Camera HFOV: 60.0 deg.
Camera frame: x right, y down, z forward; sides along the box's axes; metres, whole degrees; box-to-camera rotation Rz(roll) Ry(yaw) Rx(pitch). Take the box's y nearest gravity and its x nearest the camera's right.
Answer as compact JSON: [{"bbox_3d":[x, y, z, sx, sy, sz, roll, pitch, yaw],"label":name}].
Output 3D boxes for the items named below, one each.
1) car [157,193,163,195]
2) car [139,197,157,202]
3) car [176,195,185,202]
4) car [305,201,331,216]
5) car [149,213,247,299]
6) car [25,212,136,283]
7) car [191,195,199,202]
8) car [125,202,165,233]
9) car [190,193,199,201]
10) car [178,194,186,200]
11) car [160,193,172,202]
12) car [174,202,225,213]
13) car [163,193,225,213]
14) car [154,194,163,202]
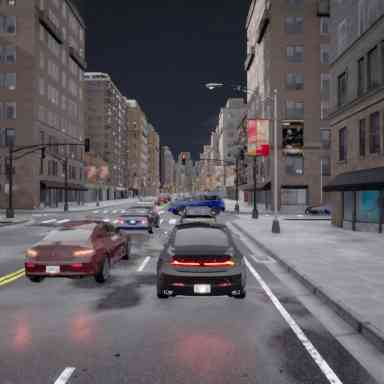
[{"bbox_3d":[-5.998,1.183,64.765,2.150,2.045,5.566,0,0,1],"label":"car"},{"bbox_3d":[-6.212,1.582,44.093,1.895,1.301,4.718,0,0,0],"label":"car"},{"bbox_3d":[-2.622,1.493,75.655,1.994,1.385,4.181,0,0,0],"label":"car"},{"bbox_3d":[14.124,1.634,33.127,5.357,1.411,2.033,0,-1,-3],"label":"car"},{"bbox_3d":[0.205,1.506,8.459,1.837,1.490,4.892,0,0,0],"label":"car"},{"bbox_3d":[-3.026,1.527,9.595,1.812,1.442,4.674,0,0,1],"label":"car"},{"bbox_3d":[0.637,1.473,75.392,1.812,1.442,4.674,0,0,0],"label":"car"},{"bbox_3d":[-2.959,1.546,19.162,2.033,1.411,5.357,0,0,0],"label":"car"},{"bbox_3d":[0.706,1.160,85.660,2.150,2.045,5.566,0,0,0],"label":"car"},{"bbox_3d":[-2.545,1.245,85.658,1.882,1.535,5.008,0,0,0],"label":"car"},{"bbox_3d":[-5.874,1.170,75.458,2.150,2.045,5.566,0,0,0],"label":"car"},{"bbox_3d":[0.291,1.490,17.855,2.128,1.511,4.902,0,0,-1],"label":"car"},{"bbox_3d":[0.411,1.234,31.757,5.566,2.045,2.150,0,0,-15],"label":"car"},{"bbox_3d":[-6.126,1.498,54.104,1.812,1.442,4.674,0,0,1],"label":"car"}]
